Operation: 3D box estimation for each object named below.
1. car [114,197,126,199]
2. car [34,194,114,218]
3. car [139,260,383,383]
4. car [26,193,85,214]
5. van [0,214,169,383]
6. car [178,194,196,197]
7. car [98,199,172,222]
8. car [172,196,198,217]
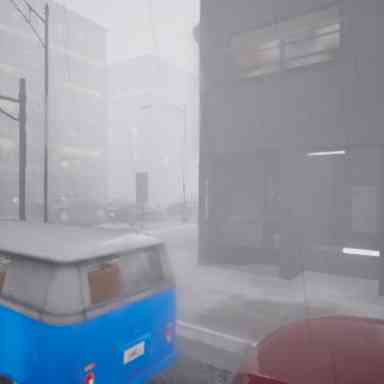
[{"bbox_3d":[-7.183,1.173,30.899,1.887,1.381,4.507,2,2,35],"label":"car"},{"bbox_3d":[-8.536,1.214,24.489,1.882,1.535,5.008,1,1,35],"label":"car"},{"bbox_3d":[2.424,1.315,1.135,5.009,1.841,2.192,0,0,36],"label":"car"},{"bbox_3d":[-10.383,1.024,26.335,2.192,1.841,5.009,2,2,35],"label":"car"},{"bbox_3d":[-2.076,1.339,4.345,3.998,1.788,1.690,0,0,36],"label":"van"},{"bbox_3d":[-0.695,1.043,35.641,1.837,1.490,4.892,1,1,35],"label":"car"},{"bbox_3d":[-3.552,1.343,21.492,1.947,1.339,4.313,2,2,35],"label":"car"},{"bbox_3d":[-0.349,1.278,26.050,1.802,1.307,4.206,2,2,35],"label":"car"}]
